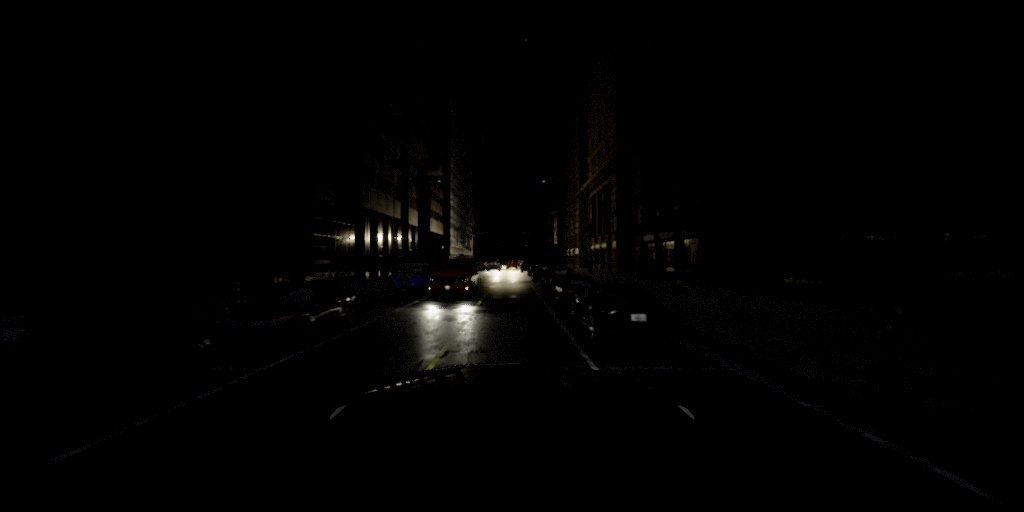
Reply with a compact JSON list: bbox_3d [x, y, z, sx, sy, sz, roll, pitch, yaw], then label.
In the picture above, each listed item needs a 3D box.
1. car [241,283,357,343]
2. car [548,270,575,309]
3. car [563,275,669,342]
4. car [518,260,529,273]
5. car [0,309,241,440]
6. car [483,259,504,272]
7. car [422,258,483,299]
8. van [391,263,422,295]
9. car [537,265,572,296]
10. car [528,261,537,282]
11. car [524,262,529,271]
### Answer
[{"bbox_3d":[-5.759,1.413,9.874,1.802,1.307,4.207,0,0,0],"label":"car"},{"bbox_3d":[2.768,1.469,15.490,1.802,1.307,4.207,0,0,0],"label":"car"},{"bbox_3d":[2.766,1.397,9.888,1.948,1.339,4.313,0,0,0],"label":"car"},{"bbox_3d":[2.408,1.641,55.015,2.097,1.767,4.553,0,-1,0],"label":"car"},{"bbox_3d":[-5.762,1.357,4.273,1.802,1.307,4.207,0,0,0],"label":"car"},{"bbox_3d":[-3.020,1.550,59.678,2.150,2.045,5.566,0,-1,1],"label":"car"},{"bbox_3d":[-3.091,1.152,19.927,2.150,2.045,5.566,0,0,0],"label":"car"},{"bbox_3d":[-5.755,1.284,21.079,1.690,1.789,3.998,0,0,0],"label":"van"},{"bbox_3d":[2.770,1.383,21.090,1.967,1.591,4.097,0,0,0],"label":"car"},{"bbox_3d":[2.775,1.496,32.293,1.967,1.591,4.097,0,0,0],"label":"car"},{"bbox_3d":[2.779,1.695,43.667,1.751,1.417,4.829,0,0,0],"label":"car"}]
